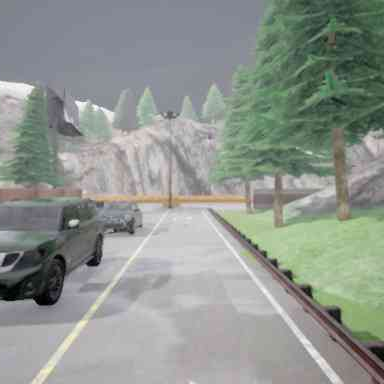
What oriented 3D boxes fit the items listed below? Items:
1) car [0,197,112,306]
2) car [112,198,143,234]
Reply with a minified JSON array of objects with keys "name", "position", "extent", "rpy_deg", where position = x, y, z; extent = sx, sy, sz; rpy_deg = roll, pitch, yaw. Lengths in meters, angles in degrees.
[{"name":"car","position":[-3.759,1.179,8.266],"extent":[2.150,2.045,5.566],"rpy_deg":[0,0,-1]},{"name":"car","position":[-3.959,1.243,18.217],"extent":[2.097,1.767,4.553],"rpy_deg":[0,0,-1]}]
